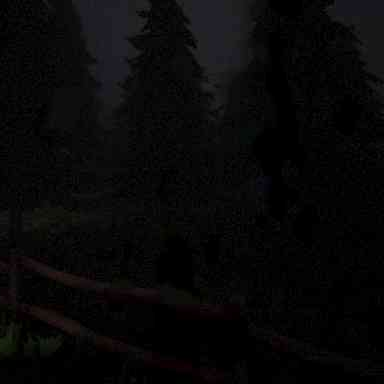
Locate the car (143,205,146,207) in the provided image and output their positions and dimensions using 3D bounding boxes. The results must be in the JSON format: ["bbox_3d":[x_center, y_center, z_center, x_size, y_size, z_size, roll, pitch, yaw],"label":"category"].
[{"bbox_3d":[-6.993,1.245,35.957,5.566,2.045,2.150,0,0,-21],"label":"car"}]
